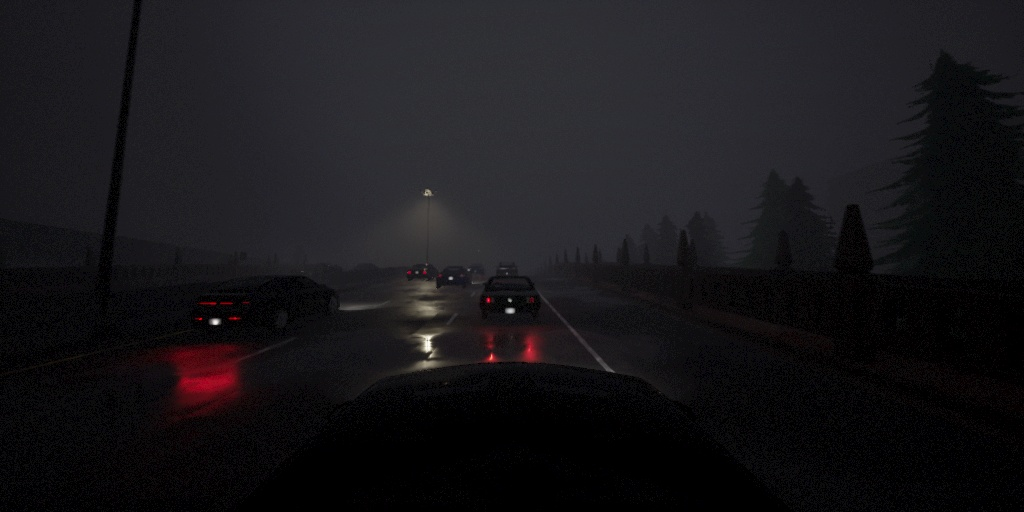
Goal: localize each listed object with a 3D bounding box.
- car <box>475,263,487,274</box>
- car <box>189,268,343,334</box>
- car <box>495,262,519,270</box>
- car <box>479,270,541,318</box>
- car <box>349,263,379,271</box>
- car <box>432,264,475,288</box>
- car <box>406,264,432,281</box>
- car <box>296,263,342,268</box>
[{"bbox_3d":[-4.138,1.621,42.474,1.812,1.442,4.674,0,-3,-1],"label":"car"},{"bbox_3d":[-7.055,1.298,10.888,1.837,1.490,4.892,0,0,-1],"label":"car"},{"bbox_3d":[-0.447,1.263,32.039,2.128,1.511,4.902,0,0,-1],"label":"car"},{"bbox_3d":[-0.092,1.353,12.966,1.895,1.301,4.718,0,0,-1],"label":"car"},{"bbox_3d":[-14.644,1.451,35.887,1.812,1.442,4.674,0,-2,-1],"label":"car"},{"bbox_3d":[-3.795,1.341,23.976,1.994,1.385,4.181,0,0,-1],"label":"car"},{"bbox_3d":[-7.416,1.350,30.304,2.033,1.411,5.357,0,0,-1],"label":"car"},{"bbox_3d":[-18.134,1.411,34.624,2.128,1.511,4.902,0,-1,-1],"label":"car"}]
